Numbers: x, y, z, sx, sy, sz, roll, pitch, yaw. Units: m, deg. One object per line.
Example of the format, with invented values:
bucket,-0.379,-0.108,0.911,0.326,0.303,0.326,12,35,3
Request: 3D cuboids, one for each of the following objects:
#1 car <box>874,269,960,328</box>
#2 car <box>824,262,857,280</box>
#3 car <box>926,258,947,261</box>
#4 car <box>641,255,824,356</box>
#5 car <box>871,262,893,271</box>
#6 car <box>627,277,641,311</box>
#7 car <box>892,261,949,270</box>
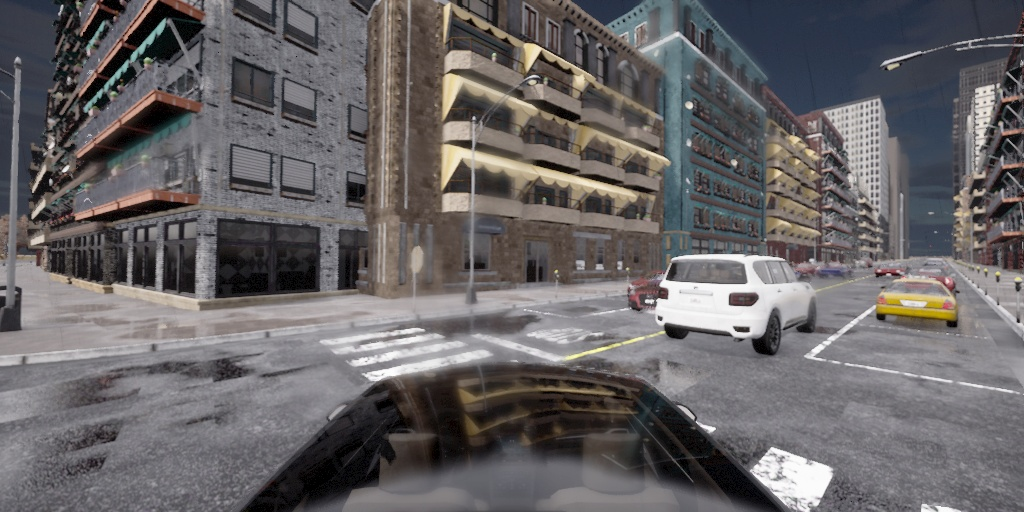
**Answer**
car,12.967,1.300,11.492,4.829,1.417,1.751,0,0,-40
car,29.661,1.436,32.850,4.718,1.301,1.895,0,0,-40
car,46.874,1.279,39.777,4.097,1.591,1.967,0,0,-40
car,5.788,0.991,9.012,5.566,2.045,2.150,0,0,-40
car,36.288,1.434,34.338,4.718,1.301,1.895,0,0,-40
car,6.143,1.349,13.343,4.181,1.385,1.994,0,0,-40
car,21.346,1.234,18.481,4.097,1.591,1.967,0,0,-40
